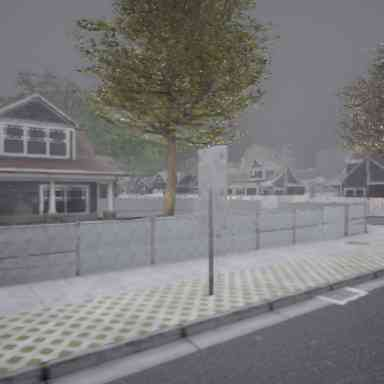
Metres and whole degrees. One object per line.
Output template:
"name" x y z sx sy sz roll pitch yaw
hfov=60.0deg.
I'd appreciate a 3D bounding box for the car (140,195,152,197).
"car" -6.628 1.242 49.163 1.882 1.535 5.008 0 0 -35
